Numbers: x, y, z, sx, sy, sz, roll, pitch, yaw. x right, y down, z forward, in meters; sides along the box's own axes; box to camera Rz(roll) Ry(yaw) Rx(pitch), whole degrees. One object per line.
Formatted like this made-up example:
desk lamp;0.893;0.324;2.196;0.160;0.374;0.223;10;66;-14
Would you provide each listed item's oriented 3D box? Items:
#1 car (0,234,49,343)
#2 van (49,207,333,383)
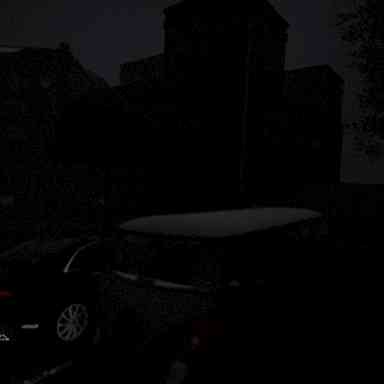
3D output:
car;-1.625;1.446;6.422;2.231;1.521;4.892;1;1;35
van;0.602;1.248;4.704;1.878;1.987;4.442;1;0;35
